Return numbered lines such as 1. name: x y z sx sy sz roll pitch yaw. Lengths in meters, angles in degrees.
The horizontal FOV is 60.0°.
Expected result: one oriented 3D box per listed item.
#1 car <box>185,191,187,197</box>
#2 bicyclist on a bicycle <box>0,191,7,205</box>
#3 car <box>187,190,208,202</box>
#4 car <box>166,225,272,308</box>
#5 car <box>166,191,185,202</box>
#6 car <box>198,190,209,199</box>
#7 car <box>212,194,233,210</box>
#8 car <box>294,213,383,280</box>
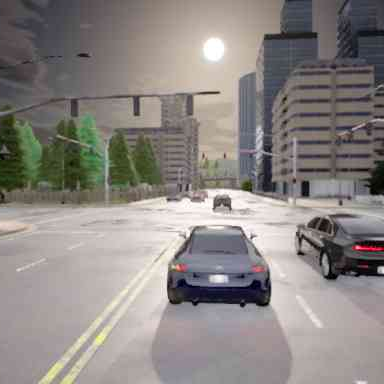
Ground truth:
1. car: -1.269 0.527 65.734 2.033 1.411 5.357 0 1 5
2. bicyclist on a bicycle: -22.283 0.709 39.014 0.582 1.620 1.656 0 1 5
3. car: 0.842 0.575 49.913 2.097 1.767 4.553 0 1 5
4. car: 0.606 1.441 7.767 1.994 1.385 4.181 0 1 4
5. car: -2.690 0.830 49.701 1.895 1.301 4.718 0 1 5
6. car: 2.276 0.475 66.116 1.837 1.490 4.892 0 1 5
7. car: 3.123 0.971 34.168 1.837 1.490 4.892 0 1 6
8. car: 4.240 1.354 9.381 1.837 1.490 4.892 0 1 5
